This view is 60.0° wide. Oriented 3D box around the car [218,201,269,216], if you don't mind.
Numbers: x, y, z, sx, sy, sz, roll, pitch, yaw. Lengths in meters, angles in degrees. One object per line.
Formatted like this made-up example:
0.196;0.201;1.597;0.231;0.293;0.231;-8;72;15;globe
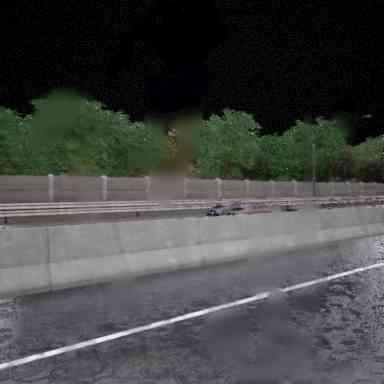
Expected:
4.352;1.479;24.293;4.181;1.385;1.994;0;0;-35;car

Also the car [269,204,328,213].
7.529;1.472;22.260;4.181;1.385;1.994;0;0;-35;car

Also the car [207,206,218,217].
3.281;1.473;27.827;4.181;1.385;1.994;0;0;-35;car
